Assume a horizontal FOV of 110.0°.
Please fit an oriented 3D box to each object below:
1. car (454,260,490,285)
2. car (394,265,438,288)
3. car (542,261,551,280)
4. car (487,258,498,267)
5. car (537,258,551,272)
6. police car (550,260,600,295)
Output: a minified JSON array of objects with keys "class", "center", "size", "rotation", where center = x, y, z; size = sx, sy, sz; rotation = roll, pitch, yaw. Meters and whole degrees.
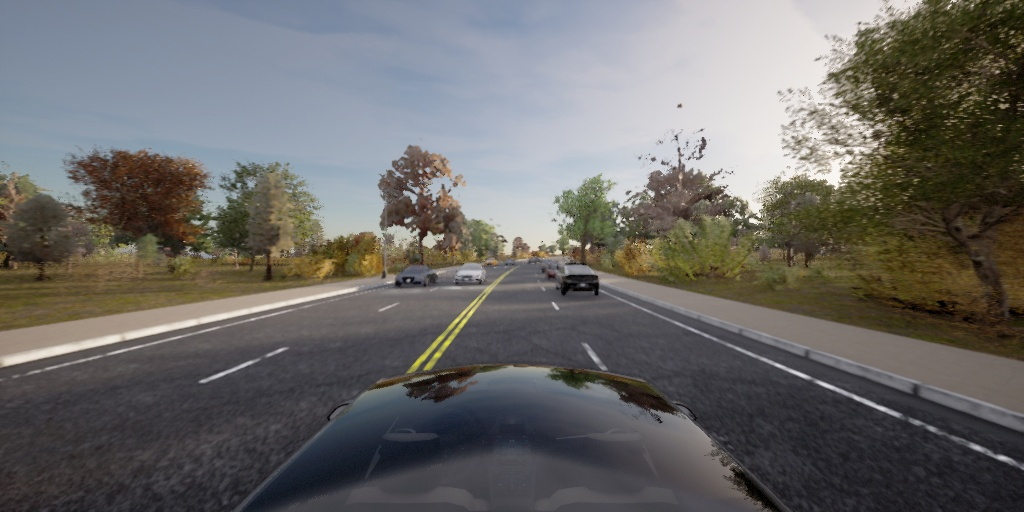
[{"class":"car","center":[-2.923,1.257,26.021],"size":[1.812,1.442,4.674],"rotation":[0,0,2]},{"class":"car","center":[-6.245,1.289,23.764],"size":[1.994,1.385,4.181],"rotation":[0,0,2]},{"class":"car","center":[3.819,1.343,30.646],"size":[1.895,1.301,4.718],"rotation":[0,0,2]},{"class":"car","center":[-3.723,1.144,65.206],"size":[1.882,1.535,5.008],"rotation":[0,0,5]},{"class":"car","center":[4.343,1.222,41.538],"size":[2.128,1.511,4.902],"rotation":[0,0,3]},{"class":"police car","center":[3.463,1.176,19.808],"size":[1.930,1.638,5.238],"rotation":[0,0,1]}]
